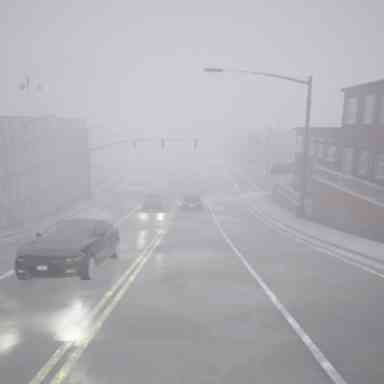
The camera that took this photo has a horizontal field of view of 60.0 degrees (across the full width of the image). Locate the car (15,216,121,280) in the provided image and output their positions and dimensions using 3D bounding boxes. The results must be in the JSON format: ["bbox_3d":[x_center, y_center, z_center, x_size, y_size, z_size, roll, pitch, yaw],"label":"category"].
[{"bbox_3d":[-3.586,1.581,10.462,1.882,1.535,5.008,0,-1,0],"label":"car"}]

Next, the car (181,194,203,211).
[{"bbox_3d":[0.006,0.878,31.027,1.994,1.385,4.181,0,7,0],"label":"car"}]

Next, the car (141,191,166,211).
[{"bbox_3d":[-3.530,0.795,31.267,1.837,1.490,4.892,0,6,1],"label":"car"}]
